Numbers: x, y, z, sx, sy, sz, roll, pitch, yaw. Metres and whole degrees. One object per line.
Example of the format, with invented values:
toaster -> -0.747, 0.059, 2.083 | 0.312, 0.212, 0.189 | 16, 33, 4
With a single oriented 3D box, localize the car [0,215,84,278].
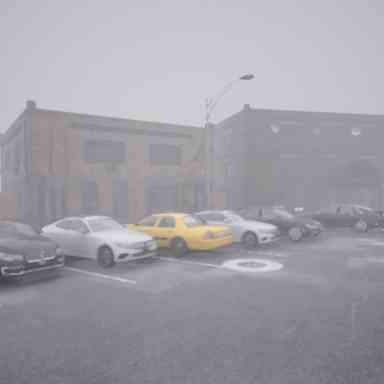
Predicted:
car -> -5.682, 1.487, 9.552 | 4.892, 1.521, 2.231 | -1, -1, 34

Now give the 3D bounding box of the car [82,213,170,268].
car -> -3.293, 1.525, 11.249 | 4.674, 1.452, 2.002 | -1, -1, 34

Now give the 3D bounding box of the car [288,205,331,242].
car -> 3.866, 1.483, 16.371 | 4.892, 1.521, 2.231 | -1, -1, 34

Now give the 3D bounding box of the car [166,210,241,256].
car -> -1.061, 1.483, 13.053 | 5.366, 1.575, 1.946 | -1, -1, 34

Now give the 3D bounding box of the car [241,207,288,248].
car -> 1.482, 1.523, 14.661 | 4.674, 1.452, 2.002 | -1, -1, 34

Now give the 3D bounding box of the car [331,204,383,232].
car -> 8.642, 1.480, 19.771 | 4.892, 1.521, 2.231 | -1, 0, 34
